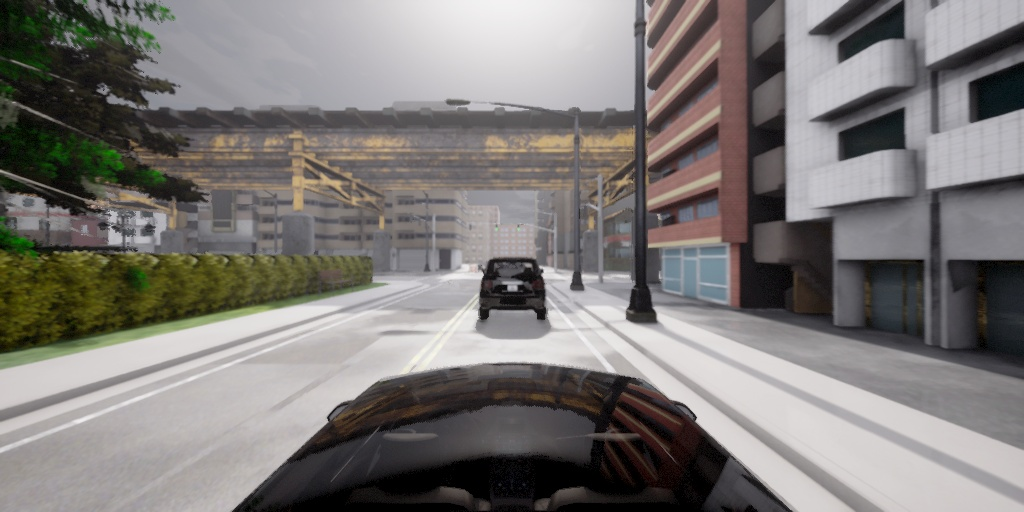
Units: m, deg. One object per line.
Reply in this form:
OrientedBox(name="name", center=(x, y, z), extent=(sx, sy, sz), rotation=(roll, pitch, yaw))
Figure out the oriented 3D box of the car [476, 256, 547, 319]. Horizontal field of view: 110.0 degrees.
OrientedBox(name="car", center=(0.040, 1.036, 13.235), extent=(2.150, 2.045, 5.566), rotation=(0, 0, 1))
